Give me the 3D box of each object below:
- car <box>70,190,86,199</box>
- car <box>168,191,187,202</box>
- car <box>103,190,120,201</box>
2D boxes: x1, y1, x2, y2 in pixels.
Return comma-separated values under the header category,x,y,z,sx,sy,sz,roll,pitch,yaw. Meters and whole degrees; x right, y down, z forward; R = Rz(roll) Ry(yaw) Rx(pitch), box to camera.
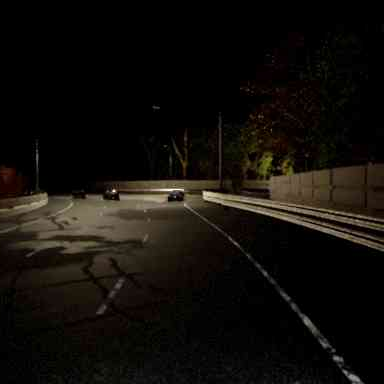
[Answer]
category,x,y,z,sx,sy,sz,roll,pitch,yaw
car,-18.503,0.390,53.921,2.128,1.511,4.902,-1,1,-27
car,-1.929,0.586,44.449,1.994,1.385,4.181,0,1,8
car,-11.448,0.508,46.942,2.128,1.511,4.902,-1,1,-22
